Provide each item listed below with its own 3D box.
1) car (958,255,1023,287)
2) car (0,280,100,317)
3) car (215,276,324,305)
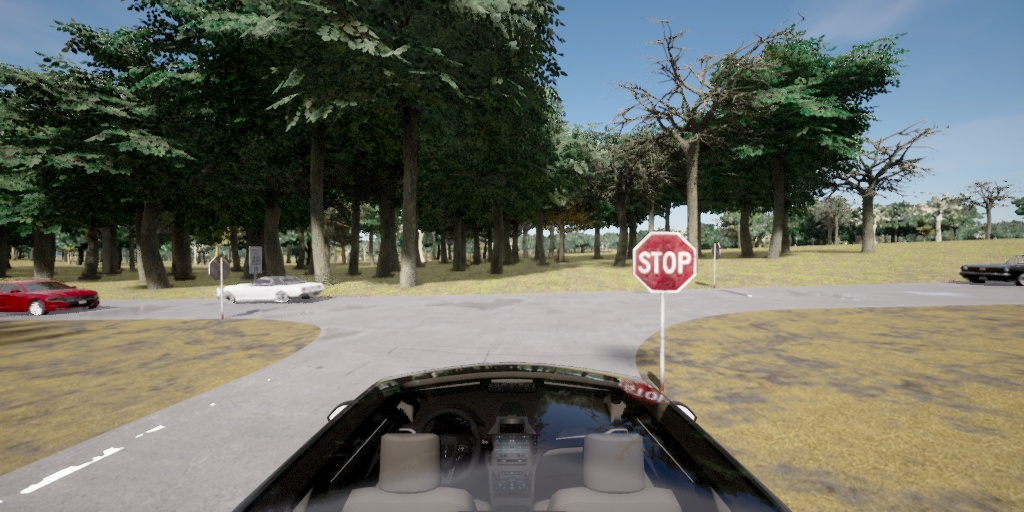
[{"bbox_3d":[22.416,0.564,15.201,4.718,1.301,1.895,-2,0,5],"label":"car"},{"bbox_3d":[-21.706,1.834,16.281,5.008,1.535,1.882,-1,0,5],"label":"car"},{"bbox_3d":[-12.463,1.733,18.477,4.718,1.301,1.895,-1,0,6],"label":"car"}]
